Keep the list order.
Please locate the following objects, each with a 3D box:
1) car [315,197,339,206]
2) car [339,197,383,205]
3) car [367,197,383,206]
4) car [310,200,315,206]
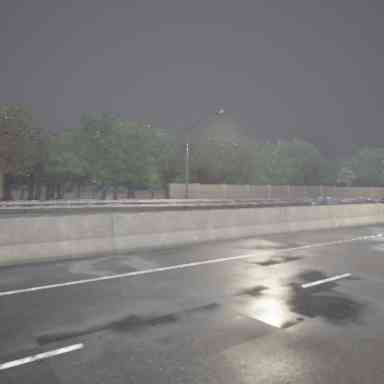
[{"bbox_3d":[18.323,1.589,42.879,4.181,1.385,1.994,0,0,-35],"label":"car"},{"bbox_3d":[20.449,1.573,40.100,5.357,1.411,2.033,0,0,-35],"label":"car"},{"bbox_3d":[31.929,1.601,56.861,4.181,1.385,1.994,0,0,-35],"label":"car"},{"bbox_3d":[18.836,1.520,47.530,4.902,1.511,2.128,0,0,-35],"label":"car"}]
